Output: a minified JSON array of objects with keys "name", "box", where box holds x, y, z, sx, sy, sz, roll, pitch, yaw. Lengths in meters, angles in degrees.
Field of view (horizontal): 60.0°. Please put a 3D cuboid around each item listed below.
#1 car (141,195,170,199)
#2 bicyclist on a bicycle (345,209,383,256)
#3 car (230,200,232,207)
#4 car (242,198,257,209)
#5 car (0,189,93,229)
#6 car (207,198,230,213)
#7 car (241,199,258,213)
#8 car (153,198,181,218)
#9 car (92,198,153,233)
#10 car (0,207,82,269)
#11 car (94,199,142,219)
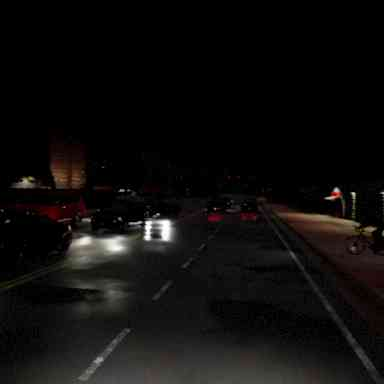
[{"name":"car","box":[-4.280,1.382,37.850,1.994,1.385,4.181,2,0,11]},{"name":"bicyclist on a bicycle","box":[6.338,1.451,11.833,1.656,1.620,0.582,1,0,10]},{"name":"car","box":[4.850,1.593,49.042,2.033,1.411,5.357,2,0,10]},{"name":"car","box":[8.602,1.693,49.747,2.033,1.411,5.357,2,0,10]},{"name":"car","box":[-7.813,0.979,17.850,2.150,2.045,5.566,2,0,10]},{"name":"car","box":[2.879,1.518,37.589,1.837,1.490,4.892,2,0,10]},{"name":"car","box":[6.745,1.606,39.098,2.128,1.511,4.902,2,0,10]},{"name":"car","box":[-2.327,1.487,28.907,1.895,1.301,4.718,2,0,10]},{"name":"car","box":[-4.044,1.335,19.133,1.882,1.535,5.008,2,0,10]},{"name":"car","box":[-5.558,1.395,10.476,1.994,1.385,4.181,2,0,10]},{"name":"car","box":[-6.055,1.335,27.949,2.033,1.411,5.357,2,0,10]}]
